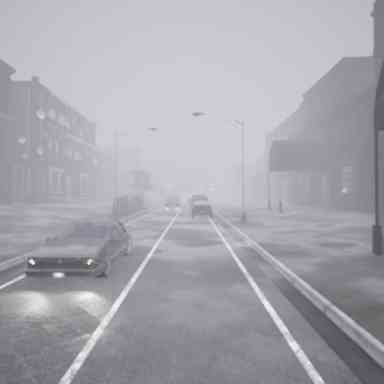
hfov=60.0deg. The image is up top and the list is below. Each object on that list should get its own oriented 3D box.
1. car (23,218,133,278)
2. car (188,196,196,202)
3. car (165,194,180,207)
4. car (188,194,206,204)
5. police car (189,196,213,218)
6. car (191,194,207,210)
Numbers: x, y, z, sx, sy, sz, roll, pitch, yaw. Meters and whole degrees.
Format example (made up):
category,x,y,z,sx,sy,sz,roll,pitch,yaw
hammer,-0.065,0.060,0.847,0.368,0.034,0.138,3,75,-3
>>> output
category,x,y,z,sx,sy,sz,roll,pitch,yaw
car,-3.102,1.549,10.397,2.033,1.411,5.357,0,0,0
car,-0.014,1.662,79.550,1.994,1.385,4.181,0,0,0
car,-3.066,1.358,53.825,2.150,2.045,5.566,0,1,0
car,0.892,1.311,41.140,2.150,2.045,5.566,0,0,0
police car,0.894,1.467,31.215,1.930,1.638,5.238,0,0,0
car,0.891,1.345,47.140,2.150,2.045,5.566,0,0,0
